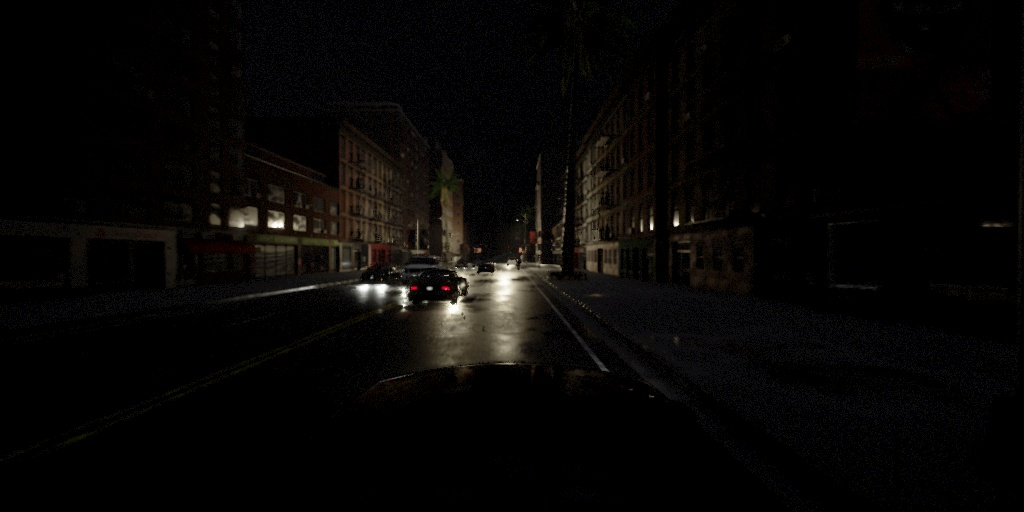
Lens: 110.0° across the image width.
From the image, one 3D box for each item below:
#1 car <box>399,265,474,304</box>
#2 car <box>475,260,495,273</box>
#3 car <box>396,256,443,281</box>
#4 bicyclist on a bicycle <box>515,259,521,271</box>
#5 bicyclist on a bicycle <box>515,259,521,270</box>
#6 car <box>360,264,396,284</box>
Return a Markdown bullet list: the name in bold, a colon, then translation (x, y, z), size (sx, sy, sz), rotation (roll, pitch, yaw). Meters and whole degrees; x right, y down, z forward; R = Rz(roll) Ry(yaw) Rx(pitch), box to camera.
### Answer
- **car**: translation (-3.152, 1.299, 16.231), size (2.033, 1.411, 5.357), rotation (0, 0, 0)
- **car**: translation (-3.155, 1.397, 45.037), size (1.994, 1.385, 4.181), rotation (0, 0, 0)
- **car**: translation (-6.601, 0.992, 26.974), size (2.150, 2.045, 5.566), rotation (0, 0, 0)
- **bicyclist on a bicycle**: translation (0.889, 1.211, 46.550), size (0.659, 1.776, 1.843), rotation (0, 0, 0)
- **bicyclist on a bicycle**: translation (0.889, 1.326, 56.442), size (0.866, 1.612, 1.509), rotation (0, 0, 0)
- **car**: translation (-9.847, 1.333, 27.155), size (1.994, 1.385, 4.181), rotation (0, 0, 0)
